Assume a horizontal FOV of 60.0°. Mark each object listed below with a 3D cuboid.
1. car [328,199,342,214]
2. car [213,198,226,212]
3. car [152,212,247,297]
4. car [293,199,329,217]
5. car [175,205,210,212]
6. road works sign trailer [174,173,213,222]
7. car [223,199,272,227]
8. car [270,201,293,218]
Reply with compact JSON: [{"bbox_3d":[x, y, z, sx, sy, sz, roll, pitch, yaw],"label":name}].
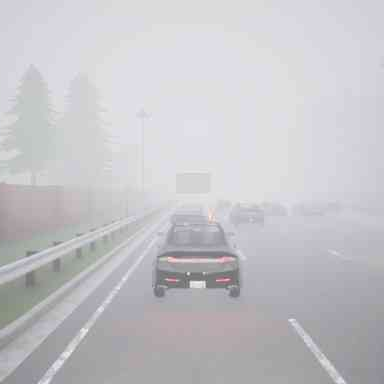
[{"bbox_3d":[14.127,1.477,35.456,1.882,1.535,5.008,0,0,0],"label":"car"},{"bbox_3d":[3.629,1.503,38.483,1.837,1.490,4.892,0,0,0],"label":"car"},{"bbox_3d":[0.107,1.491,8.554,2.128,1.511,4.902,0,0,0],"label":"car"},{"bbox_3d":[10.624,1.563,30.818,1.994,1.385,4.181,0,0,0],"label":"car"},{"bbox_3d":[-0.027,1.474,19.001,1.882,1.535,5.008,0,0,6],"label":"car"},{"bbox_3d":[0.077,0.464,22.918,2.380,3.560,2.880,0,0,0],"label":"road works sign trailer"},{"bbox_3d":[3.616,1.489,22.601,2.128,1.511,4.902,0,0,0],"label":"car"},{"bbox_3d":[7.123,1.547,30.210,2.033,1.411,5.357,0,0,0],"label":"car"}]
